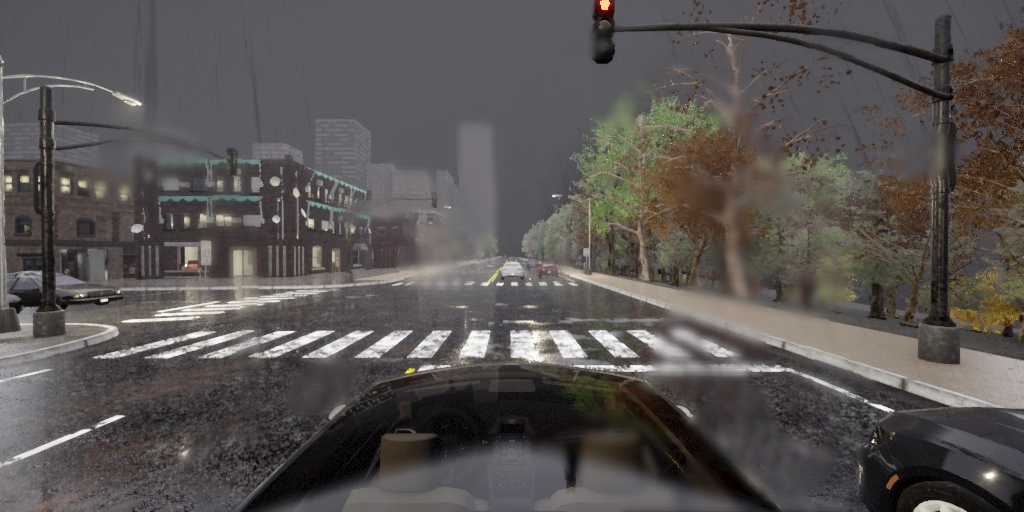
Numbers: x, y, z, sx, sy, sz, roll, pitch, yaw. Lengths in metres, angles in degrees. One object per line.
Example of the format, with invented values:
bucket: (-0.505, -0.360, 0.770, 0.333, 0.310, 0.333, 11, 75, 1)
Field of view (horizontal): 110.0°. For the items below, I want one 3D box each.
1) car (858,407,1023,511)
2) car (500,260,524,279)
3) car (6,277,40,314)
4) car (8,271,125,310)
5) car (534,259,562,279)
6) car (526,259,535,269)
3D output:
car: (3.352, 1.255, 0.472, 1.837, 1.490, 4.892, 0, 0, 0)
car: (0.039, 1.266, 31.869, 1.812, 1.442, 4.674, 0, 0, 0)
car: (-19.969, 1.565, 12.473, 4.313, 1.339, 1.948, 0, 0, 0)
car: (-19.906, 1.518, 15.179, 5.357, 1.411, 2.033, -1, 1, 0)
car: (3.288, 1.266, 32.717, 1.812, 1.442, 4.674, 0, 0, 0)
car: (3.240, 1.221, 55.682, 2.128, 1.511, 4.902, 0, 0, 0)
